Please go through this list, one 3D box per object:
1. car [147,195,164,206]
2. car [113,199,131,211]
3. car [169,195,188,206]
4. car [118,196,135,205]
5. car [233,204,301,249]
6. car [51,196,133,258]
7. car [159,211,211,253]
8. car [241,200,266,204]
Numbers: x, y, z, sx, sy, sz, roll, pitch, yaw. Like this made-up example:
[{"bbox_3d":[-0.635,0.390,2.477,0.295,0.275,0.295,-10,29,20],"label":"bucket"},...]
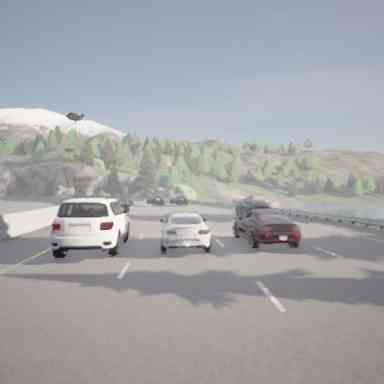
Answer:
[{"bbox_3d":[-6.223,1.353,55.887,2.097,1.767,4.553,-1,0,-21],"label":"car"},{"bbox_3d":[-9.227,1.652,43.527,1.895,1.301,4.718,-1,0,-17],"label":"car"},{"bbox_3d":[-2.260,1.308,55.228,2.097,1.767,4.553,-1,0,-20],"label":"car"},{"bbox_3d":[-12.089,1.554,61.062,2.128,1.511,4.902,0,0,-23],"label":"car"},{"bbox_3d":[3.059,1.472,14.221,1.812,1.442,4.674,0,0,-5],"label":"car"},{"bbox_3d":[-3.768,1.249,13.125,2.150,2.045,5.566,0,0,-5],"label":"car"},{"bbox_3d":[-0.335,1.512,13.513,1.812,1.442,4.674,0,0,-5],"label":"car"},{"bbox_3d":[4.932,1.414,27.443,1.837,1.490,4.892,0,0,-10],"label":"car"}]
